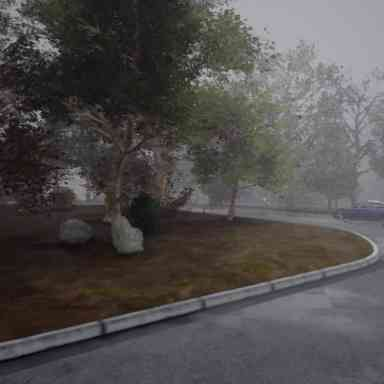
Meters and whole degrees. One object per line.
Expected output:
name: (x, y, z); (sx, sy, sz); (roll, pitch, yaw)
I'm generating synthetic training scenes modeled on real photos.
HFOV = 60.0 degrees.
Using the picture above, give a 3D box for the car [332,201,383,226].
car: (11.549, 1.306, 21.613); (1.812, 1.442, 4.674); (1, 0, -36)

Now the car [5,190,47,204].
car: (-19.287, 0.350, 37.565); (5.566, 2.045, 2.150); (2, -1, -33)
